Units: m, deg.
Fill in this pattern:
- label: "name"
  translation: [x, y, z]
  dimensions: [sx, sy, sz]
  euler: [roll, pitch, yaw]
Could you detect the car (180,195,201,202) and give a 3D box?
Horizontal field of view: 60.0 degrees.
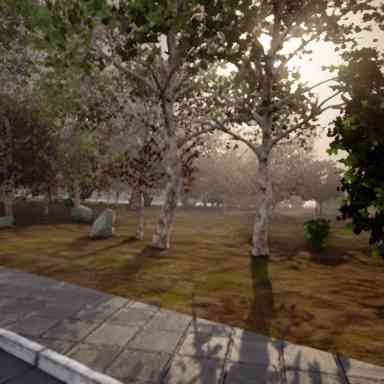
- label: "car"
  translation: [-0.782, 1.530, 93.145]
  dimensions: [2.435, 2.045, 5.566]
  euler: [6, 1, 42]
